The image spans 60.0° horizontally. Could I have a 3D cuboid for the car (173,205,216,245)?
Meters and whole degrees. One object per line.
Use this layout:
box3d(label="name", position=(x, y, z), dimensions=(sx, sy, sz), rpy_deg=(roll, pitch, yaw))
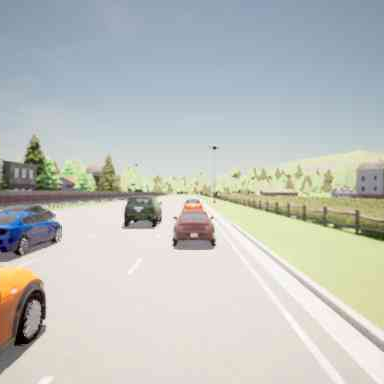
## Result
box3d(label="car", position=(0.086, 1.563, 15.545), dimensions=(1.812, 1.442, 4.674), rpy_deg=(0, 0, 0))

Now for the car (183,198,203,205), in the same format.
box3d(label="car", position=(0.098, 1.432, 34.002), dimensions=(2.097, 1.767, 4.553), rpy_deg=(0, 0, 0))

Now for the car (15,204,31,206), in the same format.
box3d(label="car", position=(-10.401, 1.555, 21.216), dimensions=(1.837, 1.490, 4.892), rpy_deg=(0, 0, 0))

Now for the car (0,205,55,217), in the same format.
box3d(label="car", position=(-6.900, 1.509, 13.254), dimensions=(1.882, 1.535, 5.008), rpy_deg=(0, 0, 0))

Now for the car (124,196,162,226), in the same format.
box3d(label="car", position=(-3.400, 1.278, 23.801), dimensions=(2.150, 2.045, 5.566), rpy_deg=(0, 0, 0))

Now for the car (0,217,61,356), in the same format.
box3d(label="car", position=(-3.400, 1.361, 3.563), dimensions=(2.097, 1.767, 4.553), rpy_deg=(0, 0, 0))
